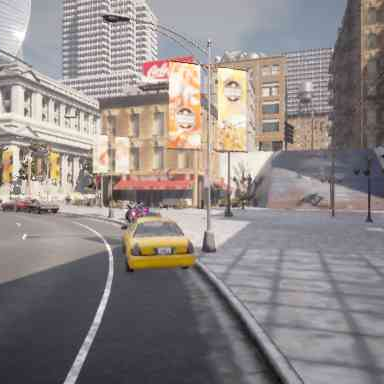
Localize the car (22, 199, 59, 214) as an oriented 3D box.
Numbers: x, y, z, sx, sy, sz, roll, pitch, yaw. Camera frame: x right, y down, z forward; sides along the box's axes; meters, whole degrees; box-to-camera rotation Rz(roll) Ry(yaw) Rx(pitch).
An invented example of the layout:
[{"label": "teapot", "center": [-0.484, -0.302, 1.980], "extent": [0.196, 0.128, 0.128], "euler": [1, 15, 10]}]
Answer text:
[{"label": "car", "center": [-15.683, 1.567, 34.738], "extent": [1.895, 1.301, 4.718], "euler": [0, 0, -43]}]

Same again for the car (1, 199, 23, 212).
[{"label": "car", "center": [-20.128, 1.487, 38.354], "extent": [4.674, 1.452, 2.002], "euler": [0, 0, 37]}]

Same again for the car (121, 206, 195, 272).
[{"label": "car", "center": [-1.291, 1.445, 10.787], "extent": [1.801, 1.575, 5.366], "euler": [0, 0, -14]}]
